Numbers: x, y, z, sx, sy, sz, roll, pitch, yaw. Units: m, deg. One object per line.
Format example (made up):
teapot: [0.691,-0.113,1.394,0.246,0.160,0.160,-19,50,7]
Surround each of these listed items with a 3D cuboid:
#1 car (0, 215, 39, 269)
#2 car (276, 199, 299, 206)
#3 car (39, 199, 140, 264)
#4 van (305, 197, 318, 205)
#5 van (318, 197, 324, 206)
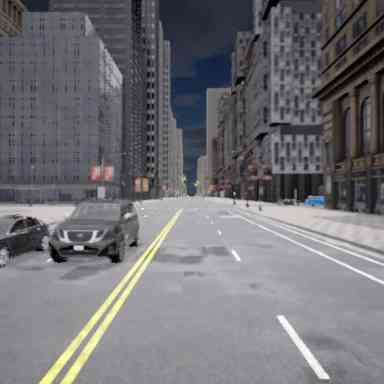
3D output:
car: [-6.602,1.595,11.545,1.837,1.490,4.892,0,0,0]
car: [19.123,2.022,66.410,4.403,1.369,2.008,0,0,0]
car: [-3.351,1.319,12.592,2.150,2.045,5.566,0,0,0]
van: [24.741,1.800,66.388,3.998,1.788,1.690,0,0,0]
van: [24.706,1.726,57.864,3.998,1.788,1.690,0,0,0]
